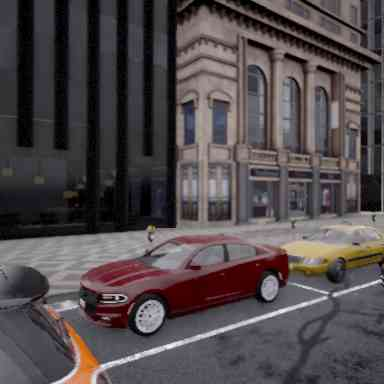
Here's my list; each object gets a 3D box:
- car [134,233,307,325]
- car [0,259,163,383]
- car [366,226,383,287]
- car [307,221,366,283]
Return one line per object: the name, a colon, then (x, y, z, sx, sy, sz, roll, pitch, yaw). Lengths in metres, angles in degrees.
car: (0.055, 1.562, 6.688, 4.507, 1.381, 1.887, 0, 0, -35)
car: (-2.650, 1.346, 1.487, 4.553, 1.767, 2.097, 0, 0, -35)
car: (6.357, 1.546, 7.899, 4.892, 1.490, 1.837, 0, 0, -36)
car: (4.384, 1.564, 9.776, 4.829, 1.417, 1.752, 0, 0, -35)
